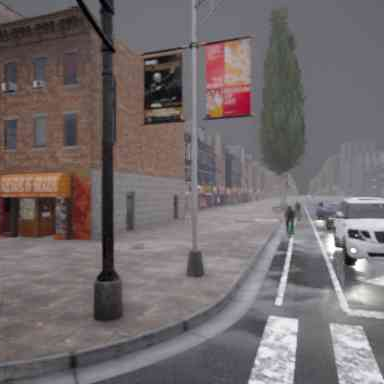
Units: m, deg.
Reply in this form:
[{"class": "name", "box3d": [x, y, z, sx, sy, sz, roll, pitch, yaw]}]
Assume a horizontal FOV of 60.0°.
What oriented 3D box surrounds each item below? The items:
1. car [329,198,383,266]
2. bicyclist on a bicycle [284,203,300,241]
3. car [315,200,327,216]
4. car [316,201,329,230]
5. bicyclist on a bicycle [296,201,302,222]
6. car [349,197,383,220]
[{"class": "car", "box3d": [6.258, 1.232, 11.602, 2.150, 2.045, 5.566, 0, 0, 18]}, {"class": "bicyclist on a bicycle", "box3d": [4.716, 1.493, 15.980, 0.582, 1.620, 1.656, 0, 0, 20]}, {"class": "car", "box3d": [12.167, 1.541, 29.918, 1.882, 1.535, 5.008, 0, 0, 18]}, {"class": "car", "box3d": [9.255, 1.529, 20.883, 2.128, 1.511, 4.902, 0, 0, 18]}, {"class": "bicyclist on a bicycle", "box3d": [7.991, 1.517, 25.103, 0.582, 1.620, 1.656, 0, 0, 20]}, {"class": "car", "box3d": [15.519, 1.396, 29.725, 2.097, 1.767, 4.553, 0, 0, 18]}]
